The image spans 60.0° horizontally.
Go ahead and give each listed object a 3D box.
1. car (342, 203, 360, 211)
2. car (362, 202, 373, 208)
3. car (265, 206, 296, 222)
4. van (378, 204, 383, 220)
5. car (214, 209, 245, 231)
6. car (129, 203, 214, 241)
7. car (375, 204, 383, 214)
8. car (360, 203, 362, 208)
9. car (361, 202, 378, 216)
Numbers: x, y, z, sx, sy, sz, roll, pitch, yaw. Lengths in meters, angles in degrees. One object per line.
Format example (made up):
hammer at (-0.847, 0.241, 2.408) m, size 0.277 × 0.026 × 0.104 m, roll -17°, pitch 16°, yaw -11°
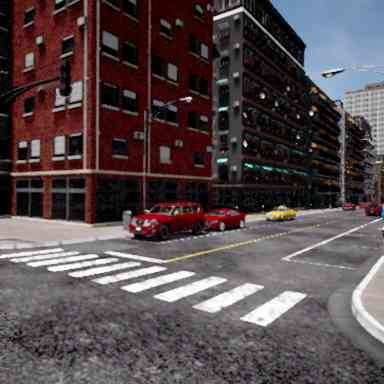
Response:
car at (28.444, 2.696, 60.191) m, size 1.887 × 1.381 × 4.507 m, roll -1°, pitch -1°, yaw 35°
car at (41.614, 3.111, 78.780) m, size 1.887 × 1.381 × 4.507 m, roll -1°, pitch -1°, yaw 35°
car at (8.591, 2.051, 32.169) m, size 1.752 × 1.417 × 4.829 m, roll -1°, pitch -1°, yaw 35°
van at (22.121, 2.153, 36.830) m, size 1.690 × 1.788 × 3.998 m, roll -1°, pitch -1°, yaw 35°
car at (2.103, 1.867, 23.012) m, size 1.887 × 1.381 × 4.507 m, roll -1°, pitch -1°, yaw 35°
car at (-1.188, 1.534, 18.370) m, size 2.192 × 1.841 × 5.009 m, roll -1°, pitch -1°, yaw 35°
car at (30.485, 2.665, 52.998) m, size 2.033 × 1.411 × 5.357 m, roll 1°, pitch -1°, yaw 33°
car at (38.322, 3.007, 74.133) m, size 1.887 × 1.381 × 4.507 m, roll -1°, pitch -1°, yaw 35°
car at (24.407, 2.404, 44.450) m, size 1.882 × 1.535 × 5.008 m, roll 1°, pitch -1°, yaw 35°
